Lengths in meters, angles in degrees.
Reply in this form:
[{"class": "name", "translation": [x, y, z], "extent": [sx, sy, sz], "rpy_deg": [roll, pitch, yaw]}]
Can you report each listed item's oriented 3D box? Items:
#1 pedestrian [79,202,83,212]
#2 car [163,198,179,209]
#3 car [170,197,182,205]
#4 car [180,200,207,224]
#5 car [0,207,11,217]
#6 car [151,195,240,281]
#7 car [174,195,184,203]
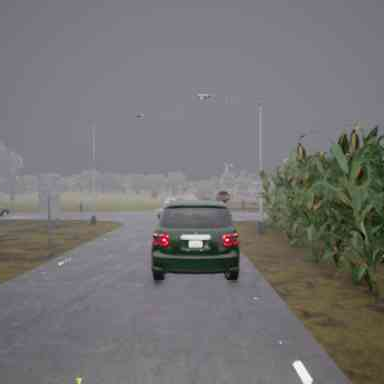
[{"class": "pedestrian", "translation": [-12.178, 1.629, 36.436], "extent": [0.500, 1.100, 0.500], "rpy_deg": [0, 2, 0]}, {"class": "car", "translation": [-2.876, 1.537, 46.014], "extent": [1.812, 1.442, 4.674], "rpy_deg": [0, 0, 1]}, {"class": "car", "translation": [-2.804, 1.586, 59.975], "extent": [1.994, 1.385, 4.181], "rpy_deg": [0, 0, 0]}, {"class": "car", "translation": [0.098, 1.479, 26.143], "extent": [1.882, 1.535, 5.008], "rpy_deg": [0, 0, 0]}, {"class": "car", "translation": [-19.671, 1.623, 30.431], "extent": [5.357, 1.411, 2.033], "rpy_deg": [0, 2, 0]}, {"class": "car", "translation": [0.093, 1.223, 9.987], "extent": [2.150, 2.045, 5.566], "rpy_deg": [0, 0, 0]}, {"class": "car", "translation": [-2.744, 1.511, 71.961], "extent": [1.882, 1.535, 5.008], "rpy_deg": [0, 0, 0]}]
